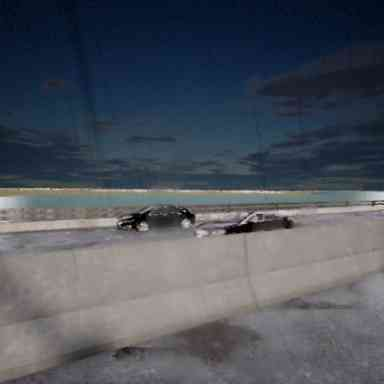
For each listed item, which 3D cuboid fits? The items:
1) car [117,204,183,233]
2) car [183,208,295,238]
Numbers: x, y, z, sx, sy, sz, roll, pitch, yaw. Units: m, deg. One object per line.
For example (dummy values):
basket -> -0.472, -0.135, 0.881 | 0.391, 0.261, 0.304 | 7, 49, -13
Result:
car -> -2.007, 1.519, 19.729 | 4.892, 1.490, 1.837 | 0, 0, -35
car -> 2.337, 1.508, 14.226 | 4.902, 1.511, 2.128 | 0, 0, -35
